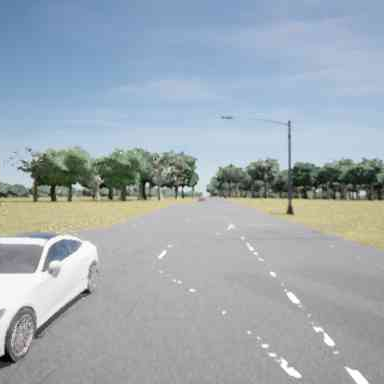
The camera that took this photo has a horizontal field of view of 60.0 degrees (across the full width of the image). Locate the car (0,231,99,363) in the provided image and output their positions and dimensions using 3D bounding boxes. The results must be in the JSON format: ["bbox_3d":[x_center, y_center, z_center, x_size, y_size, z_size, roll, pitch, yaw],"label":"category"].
[{"bbox_3d":[-3.130,1.530,6.124,1.812,1.442,4.674,1,1,2],"label":"car"}]

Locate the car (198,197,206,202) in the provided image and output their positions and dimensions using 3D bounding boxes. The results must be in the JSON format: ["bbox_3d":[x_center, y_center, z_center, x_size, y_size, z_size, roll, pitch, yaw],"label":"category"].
[{"bbox_3d":[2.688,1.969,90.431,1.882,1.535,5.008,-1,0,9],"label":"car"}]
